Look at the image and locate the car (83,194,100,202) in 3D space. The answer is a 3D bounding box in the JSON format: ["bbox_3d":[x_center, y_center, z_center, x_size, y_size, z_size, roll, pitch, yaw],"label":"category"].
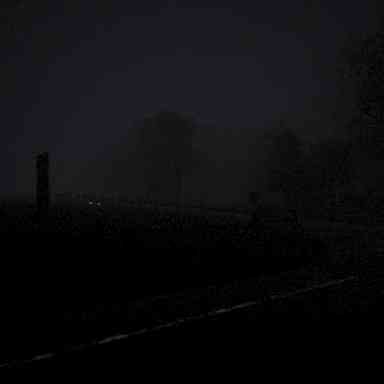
[{"bbox_3d":[-17.301,0.996,57.211,1.994,1.385,4.181,0,1,-36],"label":"car"}]
